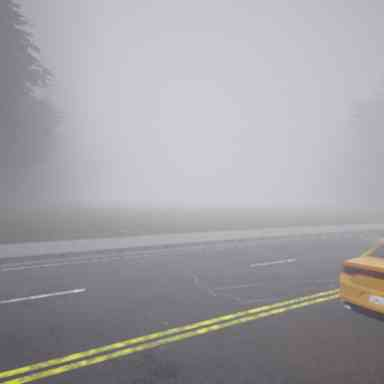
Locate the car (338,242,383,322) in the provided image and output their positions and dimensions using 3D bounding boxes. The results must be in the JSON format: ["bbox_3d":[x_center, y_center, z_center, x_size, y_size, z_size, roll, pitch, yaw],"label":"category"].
[{"bbox_3d":[5.009,1.570,6.530,5.008,1.535,1.882,1,-1,-32],"label":"car"}]
